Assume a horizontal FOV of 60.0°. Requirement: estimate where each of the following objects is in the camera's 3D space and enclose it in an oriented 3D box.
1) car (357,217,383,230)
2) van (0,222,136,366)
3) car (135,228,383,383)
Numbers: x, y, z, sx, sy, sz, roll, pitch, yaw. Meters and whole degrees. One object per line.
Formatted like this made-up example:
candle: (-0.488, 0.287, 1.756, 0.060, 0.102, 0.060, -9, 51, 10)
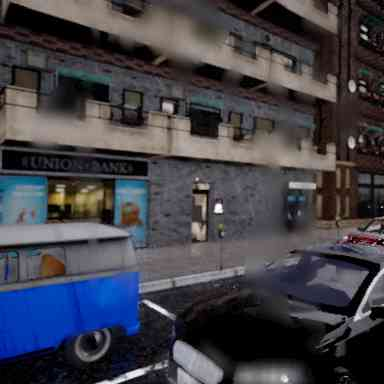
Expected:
car: (6.427, 1.519, 10.613, 4.097, 1.590, 1.967, 0, 0, -35)
van: (-2.636, 1.342, 4.208, 3.998, 1.788, 1.690, 0, 0, -35)
car: (1.973, 1.520, 4.461, 4.902, 1.511, 2.128, 0, 0, -35)
